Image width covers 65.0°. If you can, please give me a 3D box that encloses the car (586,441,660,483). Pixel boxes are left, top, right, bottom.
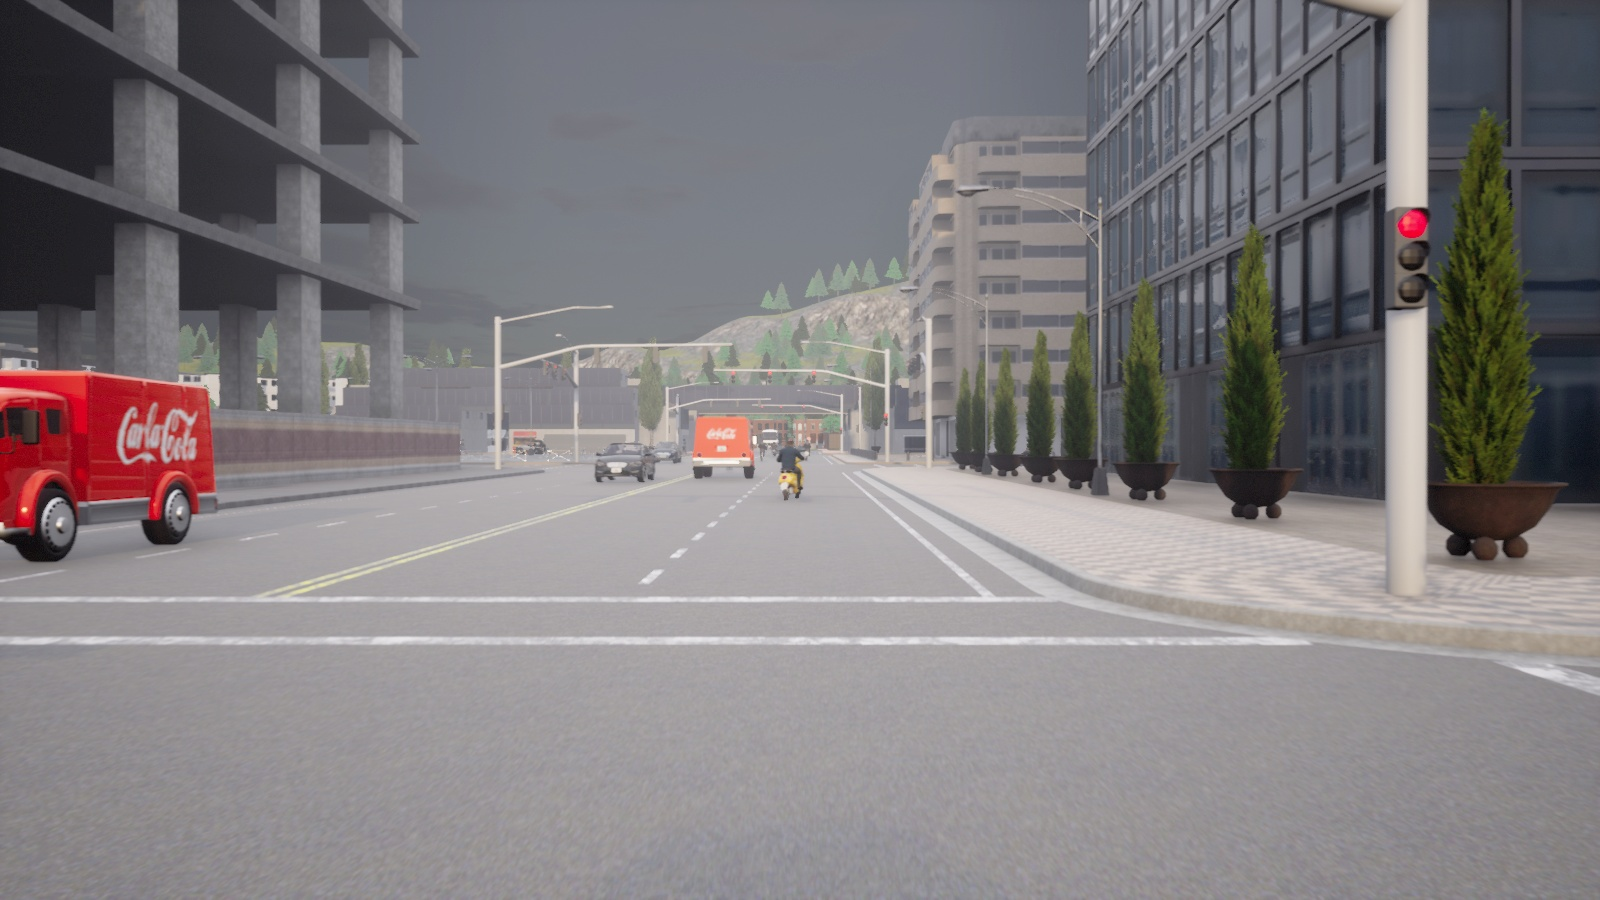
[{"bbox_3d":[-6.711,0.425,48.247,2.128,1.511,4.902,0,0,0],"label":"car"}]

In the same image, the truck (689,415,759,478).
[{"bbox_3d":[-3.180,-0.079,53.610,2.627,2.467,5.204,0,-2,0],"label":"truck"}]

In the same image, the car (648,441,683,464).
[{"bbox_3d":[-9.954,0.142,93.426,2.033,1.649,4.856,0,0,0],"label":"car"}]

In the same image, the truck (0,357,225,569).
[{"bbox_3d":[-10.387,0.163,17.189,2.627,2.467,5.204,0,0,0],"label":"truck"}]

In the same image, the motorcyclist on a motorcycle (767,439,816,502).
[{"bbox_3d":[-0.204,0.514,32.890,0.866,1.590,1.817,-2,0,12],"label":"motorcyclist on a motorcycle"}]
